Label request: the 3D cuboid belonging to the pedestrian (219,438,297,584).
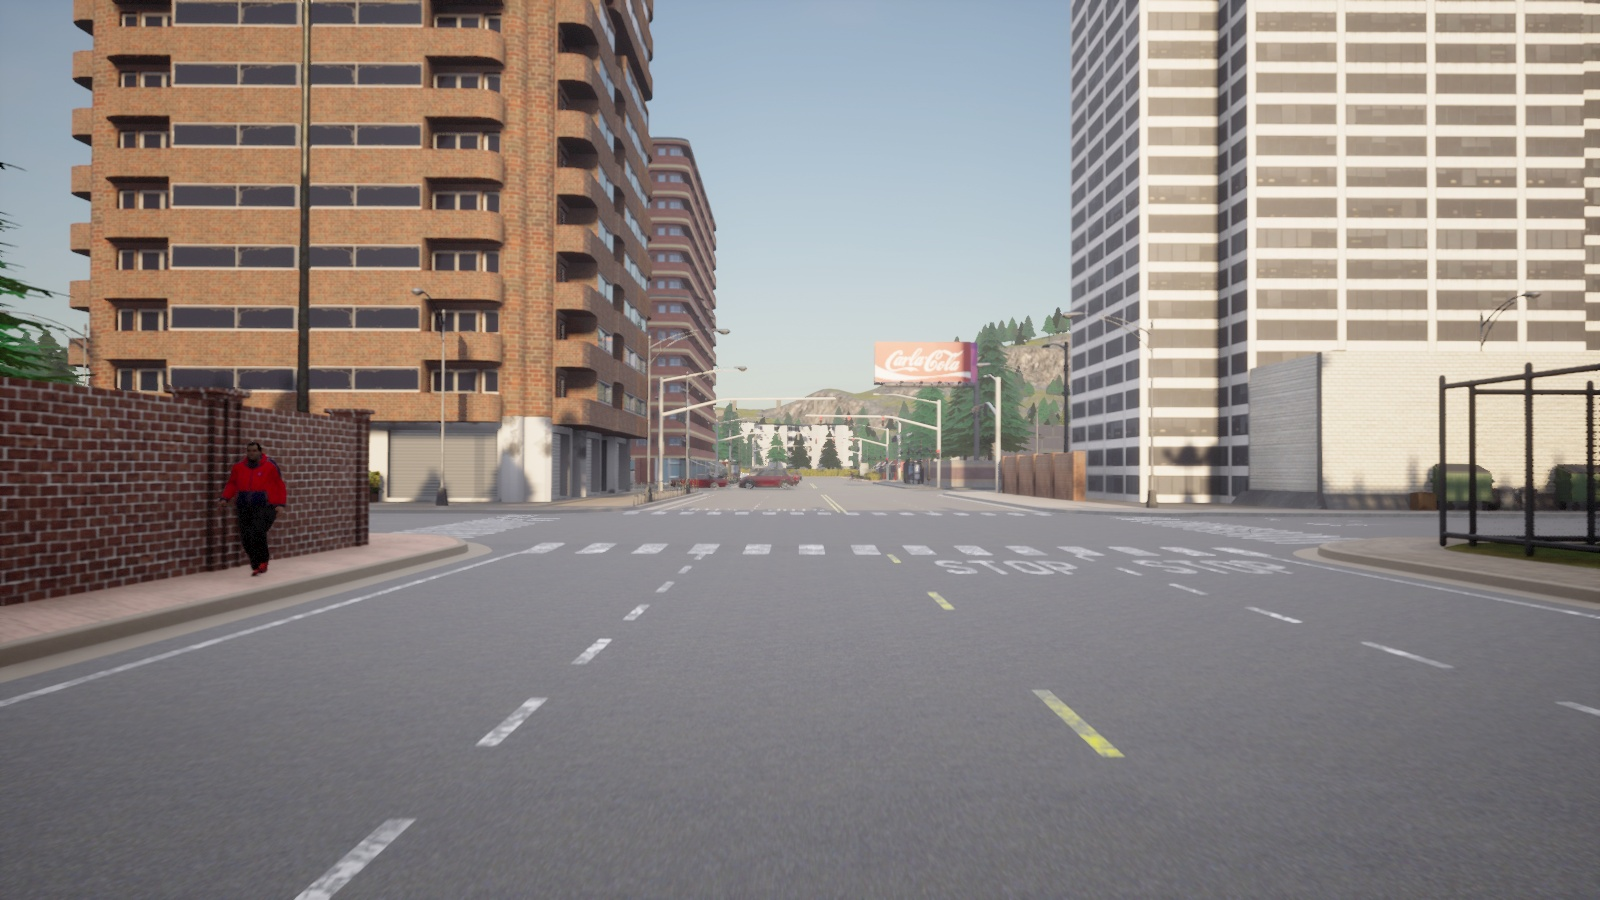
[{"bbox_3d":[-7.029,0.774,16.316,0.634,1.844,0.899,0,-1,-2],"label":"pedestrian"}]
